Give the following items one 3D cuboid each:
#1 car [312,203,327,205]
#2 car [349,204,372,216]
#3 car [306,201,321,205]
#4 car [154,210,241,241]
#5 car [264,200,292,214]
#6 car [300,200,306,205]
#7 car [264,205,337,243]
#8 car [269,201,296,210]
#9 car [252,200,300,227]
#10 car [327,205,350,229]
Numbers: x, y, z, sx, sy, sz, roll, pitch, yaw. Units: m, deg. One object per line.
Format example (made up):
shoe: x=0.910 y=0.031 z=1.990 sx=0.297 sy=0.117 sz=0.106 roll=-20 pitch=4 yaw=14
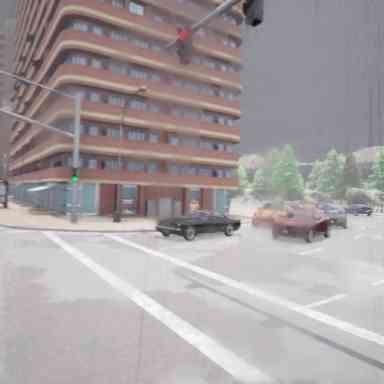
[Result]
car: x=13.698 y=2.114 z=33.784 sx=1.895 sy=1.301 sz=4.718 roll=2 pitch=0 yaw=12
car: x=21.672 y=2.295 z=43.789 sx=1.882 sy=1.535 sz=5.008 roll=2 pitch=0 yaw=-1
car: x=14.598 y=1.918 z=43.878 sx=2.097 sy=1.767 sz=4.553 roll=2 pitch=0 yaw=-3
car: x=0.399 y=1.605 z=16.924 sx=1.895 sy=1.301 sz=4.718 roll=2 pitch=0 yaw=45
car: x=11.156 y=1.934 z=43.394 sx=2.128 sy=1.511 sz=4.902 roll=2 pitch=0 yaw=-2
car: x=9.915 y=1.882 z=33.115 sx=1.837 sy=1.490 sz=4.892 roll=2 pitch=0 yaw=13
car: x=5.963 y=1.682 z=17.813 sx=1.882 sy=1.535 sz=5.008 roll=2 pitch=0 yaw=37
car: x=15.516 y=2.227 z=57.513 sx=1.895 sy=1.301 sz=4.718 roll=2 pitch=0 yaw=-24
car: x=5.954 y=1.569 z=23.894 sx=2.097 sy=1.767 sz=4.553 roll=2 pitch=0 yaw=30
car: x=10.759 y=1.955 z=25.415 sx=1.994 sy=1.385 sz=4.181 roll=2 pitch=0 yaw=25
